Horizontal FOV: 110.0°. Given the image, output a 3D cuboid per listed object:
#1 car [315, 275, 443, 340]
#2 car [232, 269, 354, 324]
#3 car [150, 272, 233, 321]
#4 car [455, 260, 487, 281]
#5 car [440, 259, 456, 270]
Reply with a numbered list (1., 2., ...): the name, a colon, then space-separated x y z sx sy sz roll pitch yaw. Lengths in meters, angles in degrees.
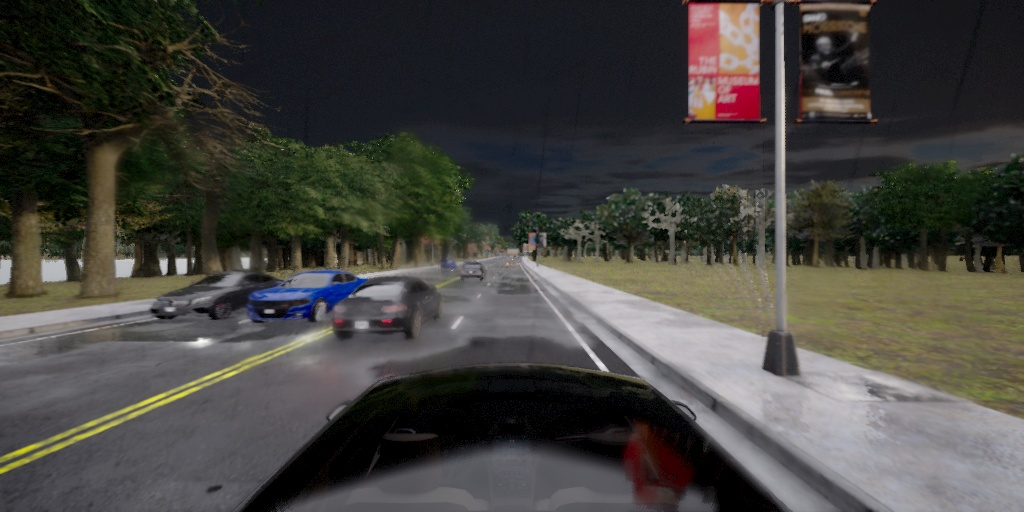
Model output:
1. car: -3.143 1.279 9.823 1.812 1.442 4.674 0 0 0
2. car: -6.607 1.232 12.258 1.882 1.535 5.008 0 0 0
3. car: -9.857 1.281 12.661 1.812 1.442 4.674 0 0 0
4. car: -3.157 1.312 30.236 2.033 1.411 5.357 0 0 0
5. car: -9.700 1.267 55.205 1.882 1.535 5.008 0 0 1
